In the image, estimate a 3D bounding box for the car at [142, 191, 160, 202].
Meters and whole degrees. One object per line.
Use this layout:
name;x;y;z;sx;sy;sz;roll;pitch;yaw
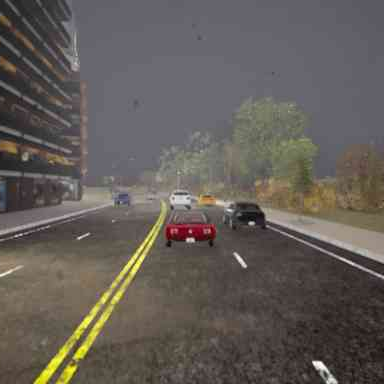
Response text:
car;-4.953;0.550;40.464;2.097;1.767;4.553;0;1;-5

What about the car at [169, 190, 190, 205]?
car;-1.414;0.816;38.171;2.150;2.045;5.566;0;1;-5

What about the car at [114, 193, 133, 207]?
car;-8.189;0.876;40.169;1.882;1.535;5.008;0;1;-5

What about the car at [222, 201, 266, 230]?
car;2.931;1.296;19.236;1.837;1.490;4.892;0;1;-2

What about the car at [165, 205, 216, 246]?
car;-0.120;1.449;14.379;1.895;1.301;4.718;0;1;-2

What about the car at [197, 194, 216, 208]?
car;1.655;1.041;40.284;1.882;1.535;5.008;0;1;-5
